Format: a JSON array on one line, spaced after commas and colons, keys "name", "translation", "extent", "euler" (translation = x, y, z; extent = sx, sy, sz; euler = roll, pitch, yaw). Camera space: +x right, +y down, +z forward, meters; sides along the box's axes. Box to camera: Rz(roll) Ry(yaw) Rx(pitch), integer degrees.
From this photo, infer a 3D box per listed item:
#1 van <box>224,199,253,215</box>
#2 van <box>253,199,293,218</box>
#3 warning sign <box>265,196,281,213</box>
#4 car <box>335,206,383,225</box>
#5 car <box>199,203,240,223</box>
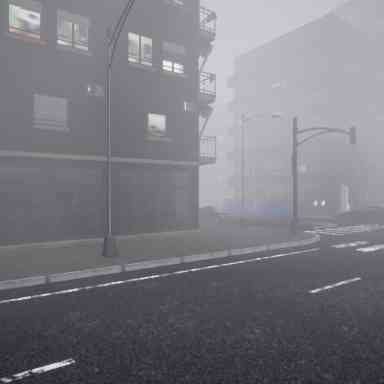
[{"name": "van", "translation": [5.213, 1.676, 38.087], "extent": [1.690, 1.788, 3.998], "euler": [-1, 0, -36]}, {"name": "van", "translation": [8.528, 1.603, 33.571], "extent": [1.690, 1.788, 3.998], "euler": [-1, 0, -36]}, {"name": "warning sign", "translation": [9.019, 1.400, 36.960], "extent": [1.300, 1.860, 1.060], "euler": [1, 0, -36]}, {"name": "car", "translation": [12.626, 1.701, 24.049], "extent": [4.181, 1.385, 1.994], "euler": [-1, 0, 35]}, {"name": "car", "translation": [1.788, 1.874, 28.654], "extent": [1.802, 1.307, 4.206], "euler": [-1, 0, -36]}]
